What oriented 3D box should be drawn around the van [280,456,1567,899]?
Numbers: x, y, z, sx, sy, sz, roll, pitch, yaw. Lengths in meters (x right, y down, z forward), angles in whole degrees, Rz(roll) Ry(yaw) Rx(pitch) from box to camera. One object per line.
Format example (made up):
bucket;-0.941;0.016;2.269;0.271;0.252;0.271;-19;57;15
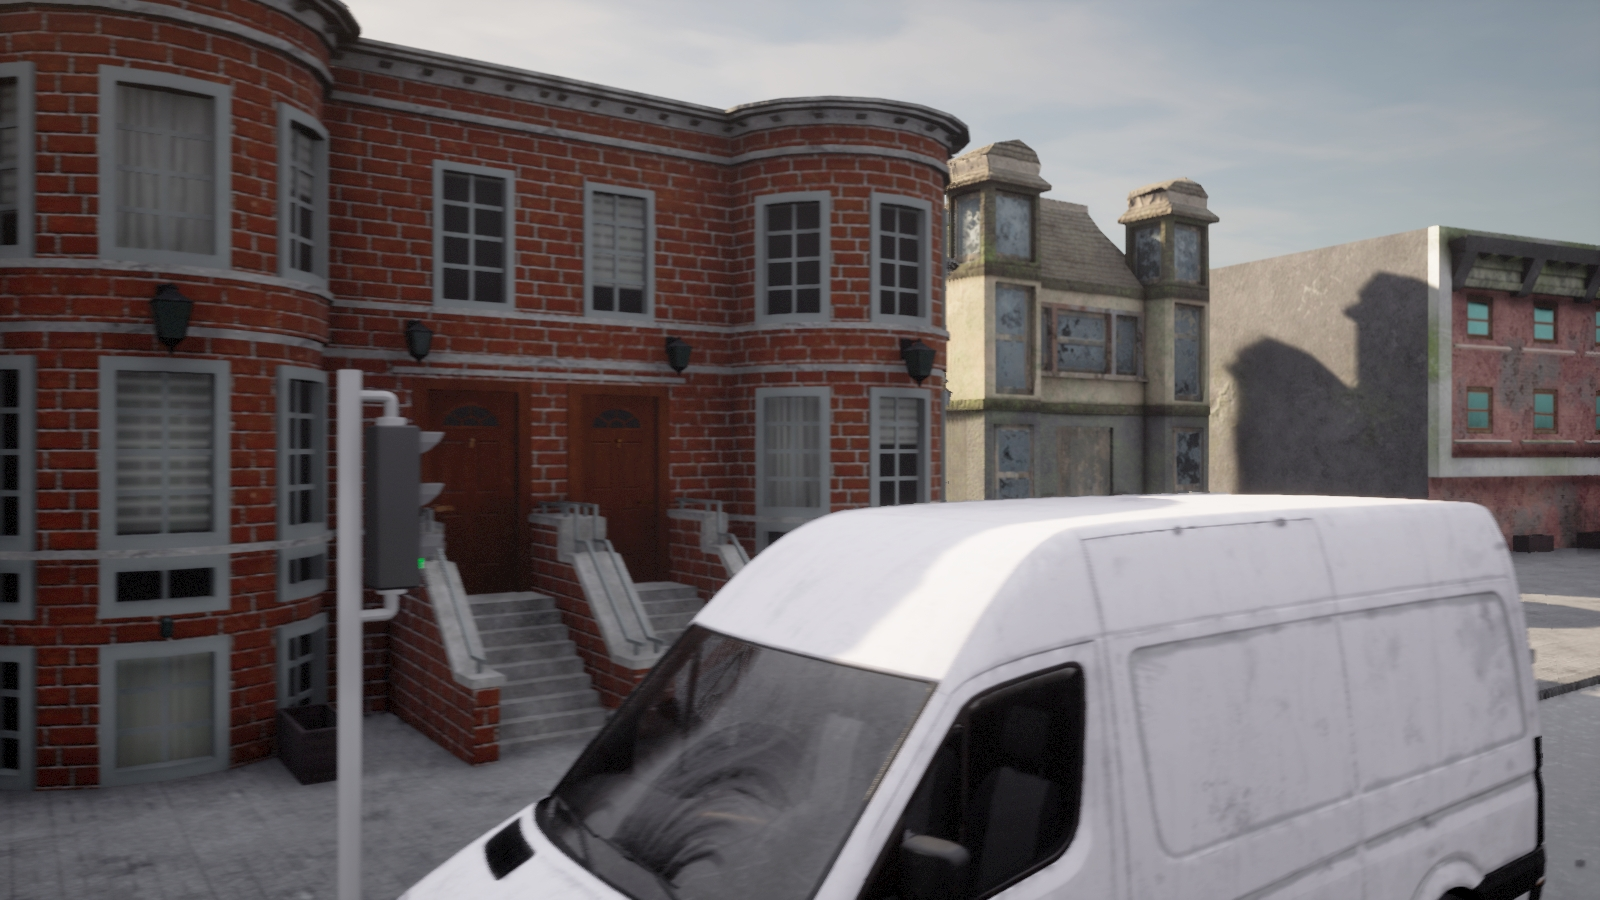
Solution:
van;1.053;1.315;5.144;5.915;2.561;1.988;0;0;-35
